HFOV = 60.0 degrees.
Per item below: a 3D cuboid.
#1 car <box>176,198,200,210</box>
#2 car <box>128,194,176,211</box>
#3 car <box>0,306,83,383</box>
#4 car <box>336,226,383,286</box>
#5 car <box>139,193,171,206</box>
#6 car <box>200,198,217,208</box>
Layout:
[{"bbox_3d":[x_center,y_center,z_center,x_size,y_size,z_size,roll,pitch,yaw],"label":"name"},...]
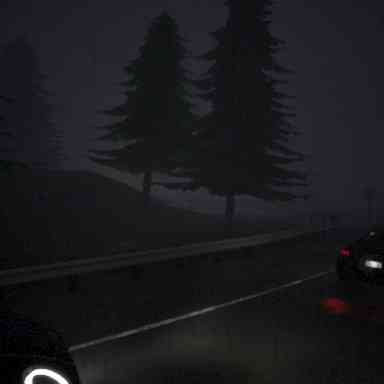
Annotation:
[{"bbox_3d":[-1.716,1.692,44.666,4.718,1.301,1.895,0,0,37],"label":"car"},{"bbox_3d":[-5.246,1.291,42.938,5.566,2.045,2.150,0,0,37],"label":"car"},{"bbox_3d":[-2.963,1.349,1.895,4.553,1.767,2.097,0,0,-34],"label":"car"},{"bbox_3d":[5.560,1.604,8.824,4.181,1.385,1.994,0,0,-42],"label":"car"},{"bbox_3d":[-6.340,1.286,56.859,5.566,2.045,2.150,0,0,37],"label":"car"},{"bbox_3d":[1.560,1.605,50.954,4.902,1.511,2.128,0,0,37],"label":"car"}]
